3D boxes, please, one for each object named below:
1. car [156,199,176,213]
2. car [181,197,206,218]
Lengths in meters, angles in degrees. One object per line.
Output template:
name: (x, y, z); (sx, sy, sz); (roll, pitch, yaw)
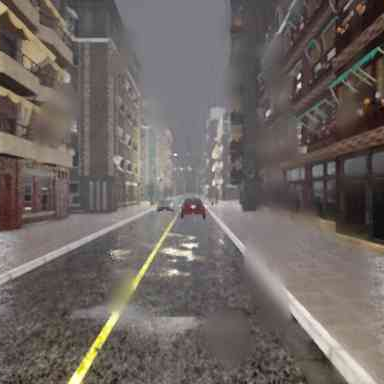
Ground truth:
car: (-2.764, 1.486, 36.420); (2.033, 1.411, 5.357); (0, 0, 0)
car: (0.090, 1.255, 29.427); (2.097, 1.767, 4.553); (0, 0, 0)
